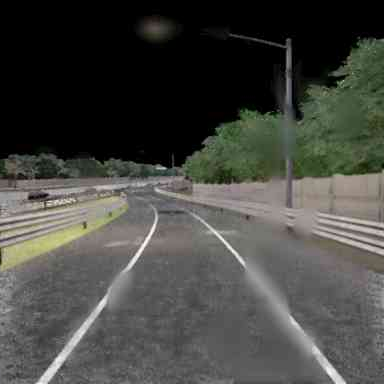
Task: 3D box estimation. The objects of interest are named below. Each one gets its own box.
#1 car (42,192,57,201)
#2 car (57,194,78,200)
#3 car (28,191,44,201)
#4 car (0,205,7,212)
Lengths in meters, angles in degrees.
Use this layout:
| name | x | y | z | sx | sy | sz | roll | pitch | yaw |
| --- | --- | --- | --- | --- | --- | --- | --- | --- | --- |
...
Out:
| name | x | y | z | sx | sy | sz | roll | pitch | yaw |
| --- | --- | --- | --- | --- | --- | --- | --- | --- | --- |
| car | -28.927 | 1.060 | 70.048 | 1.994 | 1.385 | 4.181 | 0 | 3 | 7 |
| car | -25.454 | 1.068 | 69.614 | 2.033 | 1.411 | 5.357 | 0 | 3 | 7 |
| car | -32.395 | 0.711 | 70.507 | 2.150 | 2.045 | 5.566 | 0 | 3 | 7 |
| car | -28.271 | 2.306 | 46.840 | 1.837 | 1.490 | 4.892 | 0 | 3 | 7 |
